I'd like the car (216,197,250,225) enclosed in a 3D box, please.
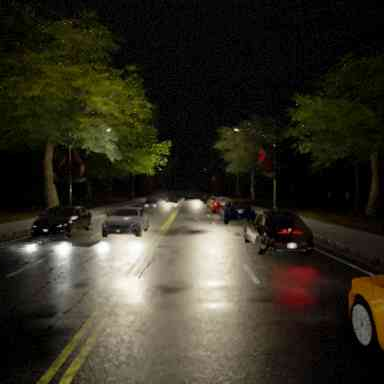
[{"bbox_3d":[3.185,1.316,24.159,2.097,1.767,4.553,0,0,0],"label":"car"}]

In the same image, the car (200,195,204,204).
[{"bbox_3d":[2.912,1.274,57.221,2.033,1.649,4.856,0,0,-1],"label":"car"}]

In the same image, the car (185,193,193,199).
[{"bbox_3d":[-0.869,1.123,92.577,2.033,1.411,5.357,0,1,-1],"label":"car"}]

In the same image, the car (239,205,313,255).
[{"bbox_3d":[3.229,1.487,13.178,1.837,1.490,4.892,0,0,0],"label":"car"}]

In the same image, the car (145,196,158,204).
[{"bbox_3d":[-6.896,1.390,57.701,2.033,1.411,5.357,0,0,0],"label":"car"}]

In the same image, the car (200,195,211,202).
[{"bbox_3d":[2.773,1.350,68.231,1.994,1.385,4.181,0,0,-1],"label":"car"}]

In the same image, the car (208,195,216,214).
[{"bbox_3d":[3.118,1.287,35.170,2.097,1.767,4.553,0,0,0],"label":"car"}]

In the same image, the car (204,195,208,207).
[{"bbox_3d":[3.025,1.350,46.400,1.801,1.575,5.366,0,0,-1],"label":"car"}]

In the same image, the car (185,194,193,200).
[{"bbox_3d":[-0.608,1.208,77.317,2.033,1.411,5.357,0,0,-1],"label":"car"}]

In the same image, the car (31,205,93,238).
[{"bbox_3d":[-6.637,1.482,17.466,1.837,1.490,4.892,0,0,0],"label":"car"}]

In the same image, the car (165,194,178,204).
[{"bbox_3d":[-3.671,1.182,59.996,2.097,1.767,4.553,0,0,0],"label":"car"}]

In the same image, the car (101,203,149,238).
[{"bbox_3d":[-3.388,1.503,17.540,1.812,1.442,4.674,0,0,0],"label":"car"}]

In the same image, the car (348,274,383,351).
[{"bbox_3d":[3.347,1.473,3.158,1.882,1.535,5.008,0,0,0],"label":"car"}]
